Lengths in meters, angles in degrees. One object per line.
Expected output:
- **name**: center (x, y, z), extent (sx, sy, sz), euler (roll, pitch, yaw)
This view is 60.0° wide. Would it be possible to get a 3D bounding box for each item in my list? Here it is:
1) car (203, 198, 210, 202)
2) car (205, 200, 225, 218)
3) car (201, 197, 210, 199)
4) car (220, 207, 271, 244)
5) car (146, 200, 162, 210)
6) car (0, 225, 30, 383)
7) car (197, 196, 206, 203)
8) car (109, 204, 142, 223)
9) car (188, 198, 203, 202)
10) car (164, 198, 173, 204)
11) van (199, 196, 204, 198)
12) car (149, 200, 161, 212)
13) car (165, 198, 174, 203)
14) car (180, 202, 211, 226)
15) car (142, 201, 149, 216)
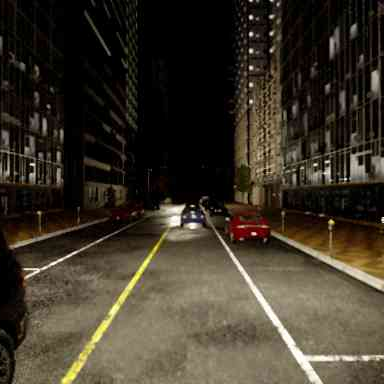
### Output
- **car**: center (2.624, 1.908, 45.008), extent (1.947, 1.339, 4.313), euler (0, 0, 0)
- **car**: center (2.641, 1.827, 33.624), extent (1.947, 1.339, 4.313), euler (0, 0, 0)
- **car**: center (2.607, 1.987, 56.392), extent (1.947, 1.339, 4.313), euler (0, 0, 0)
- **car**: center (2.667, 1.679, 16.548), extent (1.887, 1.381, 4.507), euler (0, 0, 0)
- **car**: center (-5.765, 1.948, 50.696), extent (1.947, 1.339, 4.313), euler (0, 0, 0)
- **car**: center (-3.003, 1.237, 1.717), extent (2.150, 2.045, 5.566), euler (0, -1, 0)
- **car**: center (2.557, 1.953, 90.546), extent (2.192, 1.841, 5.009), euler (0, 0, 0)
- **car**: center (-5.730, 1.764, 27.926), extent (1.887, 1.381, 4.507), euler (0, 0, 0)
- **car**: center (0.037, 1.867, 41.899), extent (2.033, 1.411, 5.357), euler (0, 0, 0)
- **car**: center (-5.807, 2.092, 78.989), extent (1.752, 1.417, 4.829), euler (0, 0, 0)
- **van**: center (2.599, 1.800, 62.087), extent (1.690, 1.788, 3.998), euler (0, 0, 0)
- **car**: center (-5.756, 1.887, 45.004), extent (1.887, 1.381, 4.507), euler (0, 0, 0)
- **car**: center (-5.816, 2.154, 84.852), extent (2.008, 1.369, 4.403), euler (0, 0, 0)
- **car**: center (0.064, 1.744, 24.933), extent (2.033, 1.411, 5.357), euler (0, 0, 0)
- **car**: center (-5.739, 1.842, 33.619), extent (1.802, 1.307, 4.206), euler (0, 0, 0)
